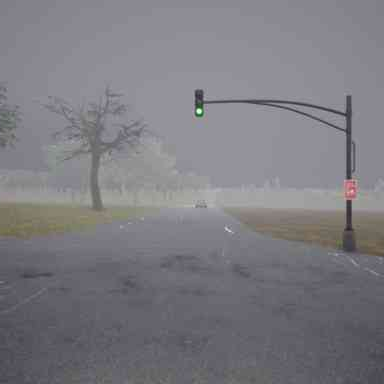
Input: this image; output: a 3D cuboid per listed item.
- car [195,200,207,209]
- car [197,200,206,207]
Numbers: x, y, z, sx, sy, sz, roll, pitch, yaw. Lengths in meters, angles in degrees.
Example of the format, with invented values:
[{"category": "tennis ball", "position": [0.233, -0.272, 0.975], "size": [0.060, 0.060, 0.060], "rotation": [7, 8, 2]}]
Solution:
[{"category": "car", "position": [1.574, 2.133, 56.665], "size": [1.994, 1.385, 4.181], "rotation": [0, -1, 2]}, {"category": "car", "position": [1.895, 2.305, 66.699], "size": [1.837, 1.490, 4.892], "rotation": [0, -1, 2]}]
